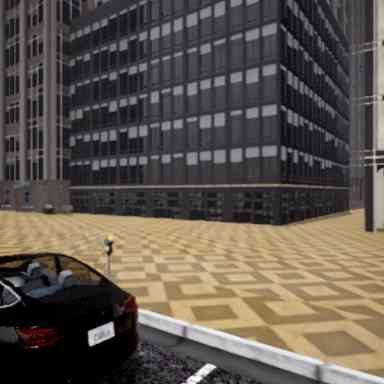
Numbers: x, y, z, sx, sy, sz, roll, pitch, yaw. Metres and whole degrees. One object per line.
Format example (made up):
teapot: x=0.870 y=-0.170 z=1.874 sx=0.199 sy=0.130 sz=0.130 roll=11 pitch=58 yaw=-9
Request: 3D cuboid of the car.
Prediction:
car: x=-2.662 y=1.548 z=4.776 sx=4.313 sy=1.339 sz=1.947 roll=0 pitch=0 yaw=35
